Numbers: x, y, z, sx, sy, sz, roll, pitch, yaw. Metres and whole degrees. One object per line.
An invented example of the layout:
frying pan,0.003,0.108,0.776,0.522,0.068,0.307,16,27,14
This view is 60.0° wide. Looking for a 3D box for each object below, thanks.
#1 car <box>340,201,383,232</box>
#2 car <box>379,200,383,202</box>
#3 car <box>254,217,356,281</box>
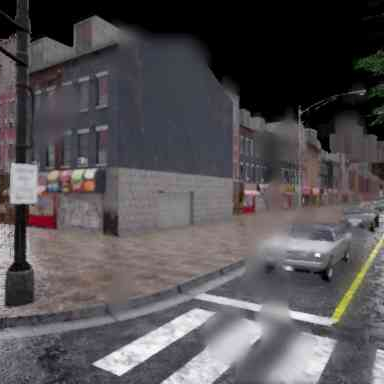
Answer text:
car,10.547,1.571,20.876,2.128,1.511,4.902,0,0,33
car,21.752,1.713,37.896,1.837,1.490,4.892,0,-1,34
car,3.620,1.629,10.286,1.895,1.301,4.718,0,0,33
